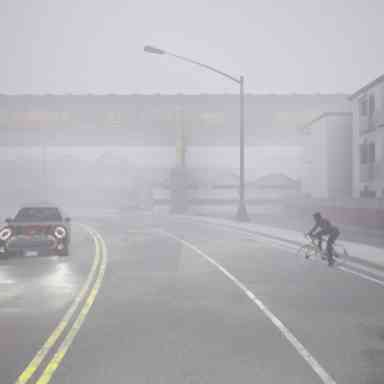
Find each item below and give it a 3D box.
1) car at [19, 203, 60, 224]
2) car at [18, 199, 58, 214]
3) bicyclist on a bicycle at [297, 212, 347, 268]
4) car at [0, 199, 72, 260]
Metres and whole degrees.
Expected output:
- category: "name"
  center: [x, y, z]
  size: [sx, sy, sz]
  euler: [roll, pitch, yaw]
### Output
- category: "car"
  center: [-11.399, 1.493, 24.641]
  size: [1.895, 1.301, 4.718]
  euler: [1, -1, -36]
- category: "car"
  center: [-16.518, 1.519, 35.604]
  size: [4.902, 1.511, 2.128]
  euler: [-1, -1, 41]
- category: "bicyclist on a bicycle"
  center: [3.846, 1.424, 9.828]
  size: [1.656, 1.620, 0.582]
  euler: [0, 0, -11]
- category: "car"
  center: [-5.627, 1.296, 12.355]
  size: [2.097, 1.767, 4.553]
  euler: [0, 0, -18]
